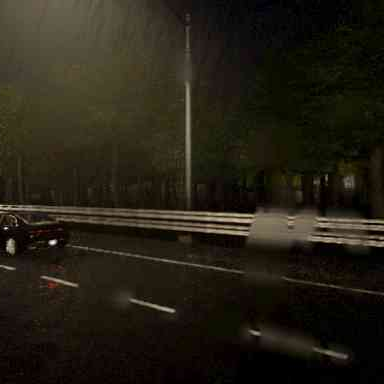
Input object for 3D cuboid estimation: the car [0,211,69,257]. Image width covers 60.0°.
[{"bbox_3d":[-6.844,1.526,13.060,4.892,1.490,1.837,0,0,36],"label":"car"}]
